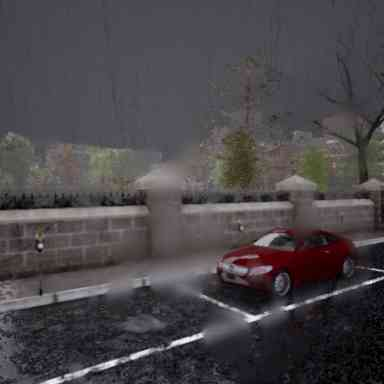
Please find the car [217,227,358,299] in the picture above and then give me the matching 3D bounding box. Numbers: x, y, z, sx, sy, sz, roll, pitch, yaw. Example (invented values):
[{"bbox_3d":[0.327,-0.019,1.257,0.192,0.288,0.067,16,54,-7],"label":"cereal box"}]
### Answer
[{"bbox_3d":[2.547,1.573,8.380,4.206,1.307,1.802,0,0,-36],"label":"car"}]
